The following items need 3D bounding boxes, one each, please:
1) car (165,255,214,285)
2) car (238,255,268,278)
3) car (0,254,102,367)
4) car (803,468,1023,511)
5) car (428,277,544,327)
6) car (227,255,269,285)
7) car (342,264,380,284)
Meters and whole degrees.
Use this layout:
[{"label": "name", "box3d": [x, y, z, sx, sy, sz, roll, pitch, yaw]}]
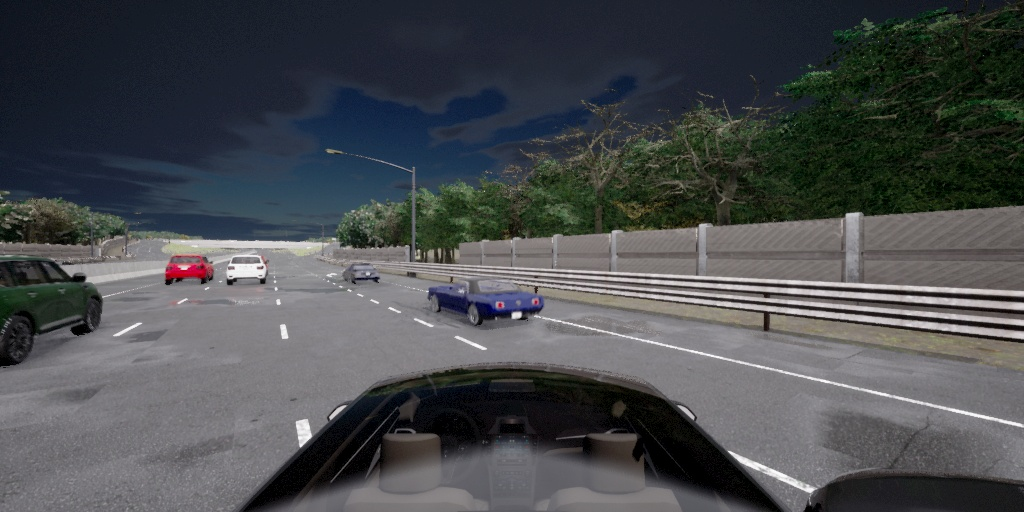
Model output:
[{"label": "car", "box3d": [-23.649, 0.953, 26.425, 2.150, 2.045, 5.566, 0, 0, -34]}, {"label": "car", "box3d": [-25.262, 0.946, 35.135, 2.150, 2.045, 5.566, 0, 0, -34]}, {"label": "car", "box3d": [-10.724, 0.970, 7.229, 2.150, 2.045, 5.566, 0, 0, -34]}, {"label": "car", "box3d": [2.986, 1.315, 0.431, 4.181, 1.385, 1.994, 0, 0, 34]}, {"label": "car", "box3d": [-1.113, 1.349, 11.763, 1.895, 1.301, 4.718, 0, 0, -34]}, {"label": "car", "box3d": [-19.272, 0.957, 26.181, 2.150, 2.045, 5.566, 0, 0, -34]}, {"label": "car", "box3d": [-11.439, 1.287, 27.070, 2.033, 1.411, 5.357, 0, 0, -34]}]
